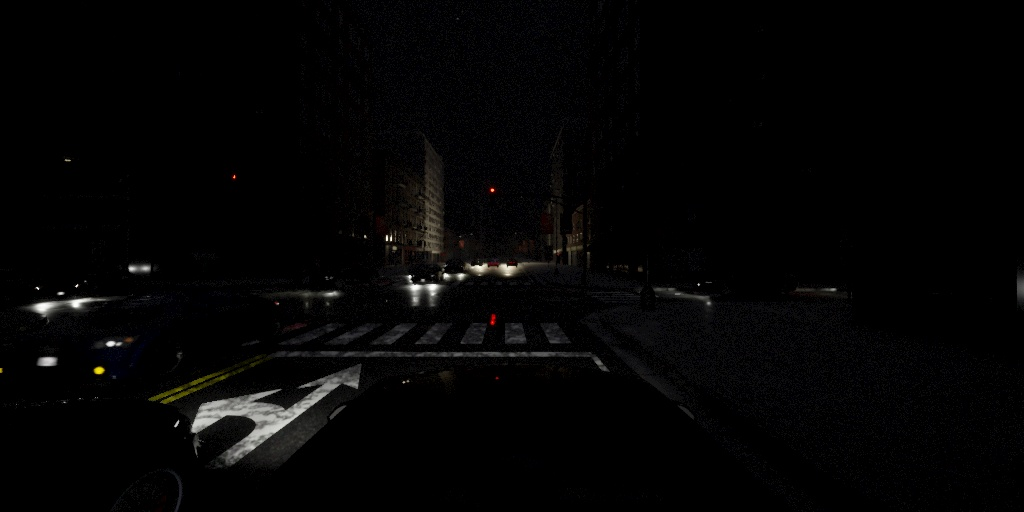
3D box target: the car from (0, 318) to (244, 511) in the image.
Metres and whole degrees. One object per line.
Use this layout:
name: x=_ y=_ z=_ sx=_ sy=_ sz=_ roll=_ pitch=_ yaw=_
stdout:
car: x=-3.245 y=1.276 z=0.749 sx=1.812 sy=1.442 sz=4.674 roll=0 pitch=0 yaw=0

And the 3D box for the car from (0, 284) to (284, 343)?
car: x=-6.597 y=1.315 z=7.082 sx=1.994 sy=1.385 sz=4.181 roll=0 pitch=0 yaw=0

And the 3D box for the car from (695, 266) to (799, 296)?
car: x=12.459 y=1.295 z=19.202 sx=4.892 sy=1.490 sz=1.837 roll=0 pitch=0 yaw=2

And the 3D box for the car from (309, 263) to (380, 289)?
car: x=-10.887 y=1.239 z=23.659 sx=1.882 sy=1.535 sz=5.008 roll=1 pitch=1 yaw=17

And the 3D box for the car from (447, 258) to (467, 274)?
car: x=-6.593 y=1.102 z=41.920 sx=2.097 sy=1.767 sz=4.553 roll=0 pitch=0 yaw=0

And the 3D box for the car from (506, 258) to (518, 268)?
car: x=0.008 y=1.249 z=62.161 sx=1.837 sy=1.490 sz=4.892 roll=0 pitch=0 yaw=0

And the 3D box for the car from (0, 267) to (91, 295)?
car: x=-22.895 y=1.292 z=16.100 sx=5.357 sy=1.411 sz=2.033 roll=0 pitch=0 yaw=0

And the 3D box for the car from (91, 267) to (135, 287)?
car: x=-25.372 y=1.331 z=21.598 sx=4.313 sy=1.339 sz=1.948 roll=0 pitch=0 yaw=0

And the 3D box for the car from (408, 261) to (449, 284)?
car: x=-6.390 y=1.299 z=27.553 sx=2.033 sy=1.411 sz=5.357 roll=0 pitch=0 yaw=-4

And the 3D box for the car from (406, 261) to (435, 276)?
car: x=-9.845 y=1.313 z=38.874 sx=1.994 sy=1.385 sz=4.181 roll=0 pitch=0 yaw=0

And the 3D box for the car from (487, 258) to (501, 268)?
car: x=-3.242 y=1.345 z=62.608 sx=1.895 sy=1.301 sz=4.718 roll=0 pitch=0 yaw=0
